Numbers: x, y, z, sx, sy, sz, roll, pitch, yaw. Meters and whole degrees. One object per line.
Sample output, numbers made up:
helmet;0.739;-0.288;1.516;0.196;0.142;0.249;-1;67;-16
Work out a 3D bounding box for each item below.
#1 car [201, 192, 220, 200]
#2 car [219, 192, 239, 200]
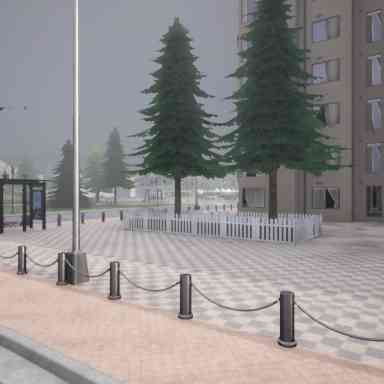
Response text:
car;5.241;1.384;91.390;3.806;1.475;1.970;0;0;35
car;9.602;1.374;84.687;3.633;1.501;1.845;0;0;35
